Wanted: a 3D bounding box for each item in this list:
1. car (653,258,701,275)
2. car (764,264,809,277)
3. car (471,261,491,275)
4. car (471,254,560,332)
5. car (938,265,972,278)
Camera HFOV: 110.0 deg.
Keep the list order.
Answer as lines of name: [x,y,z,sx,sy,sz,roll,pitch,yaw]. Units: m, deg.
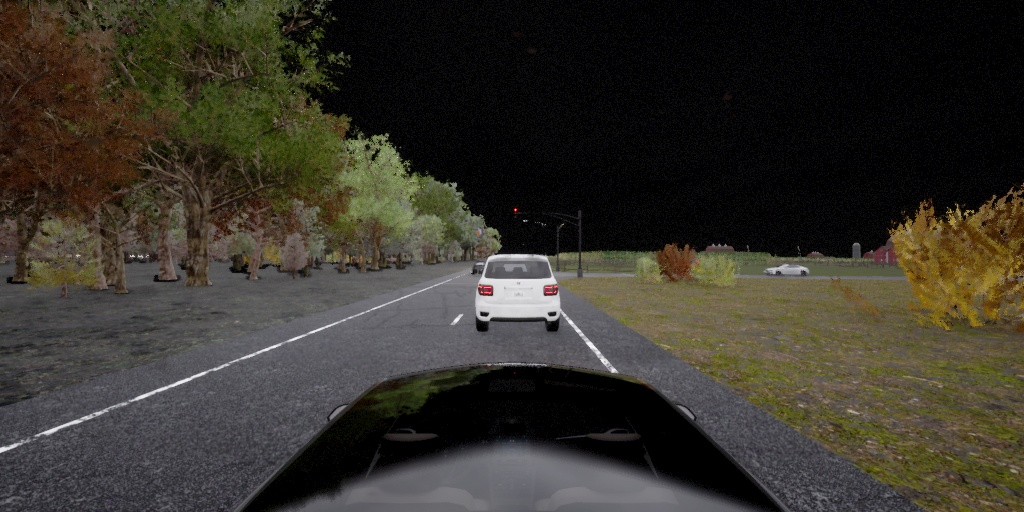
car: [19.646,1.244,42.882,5.566,2.045,2.150,1,-1,1]
car: [32.729,1.692,42.793,4.674,1.442,1.812,1,-1,1]
car: [-3.318,1.284,39.582,1.812,1.442,4.674,0,0,0]
car: [0.128,0.974,11.050,2.150,2.045,5.566,0,0,-1]
car: [49.014,1.848,39.081,4.181,1.385,1.994,1,-1,0]
